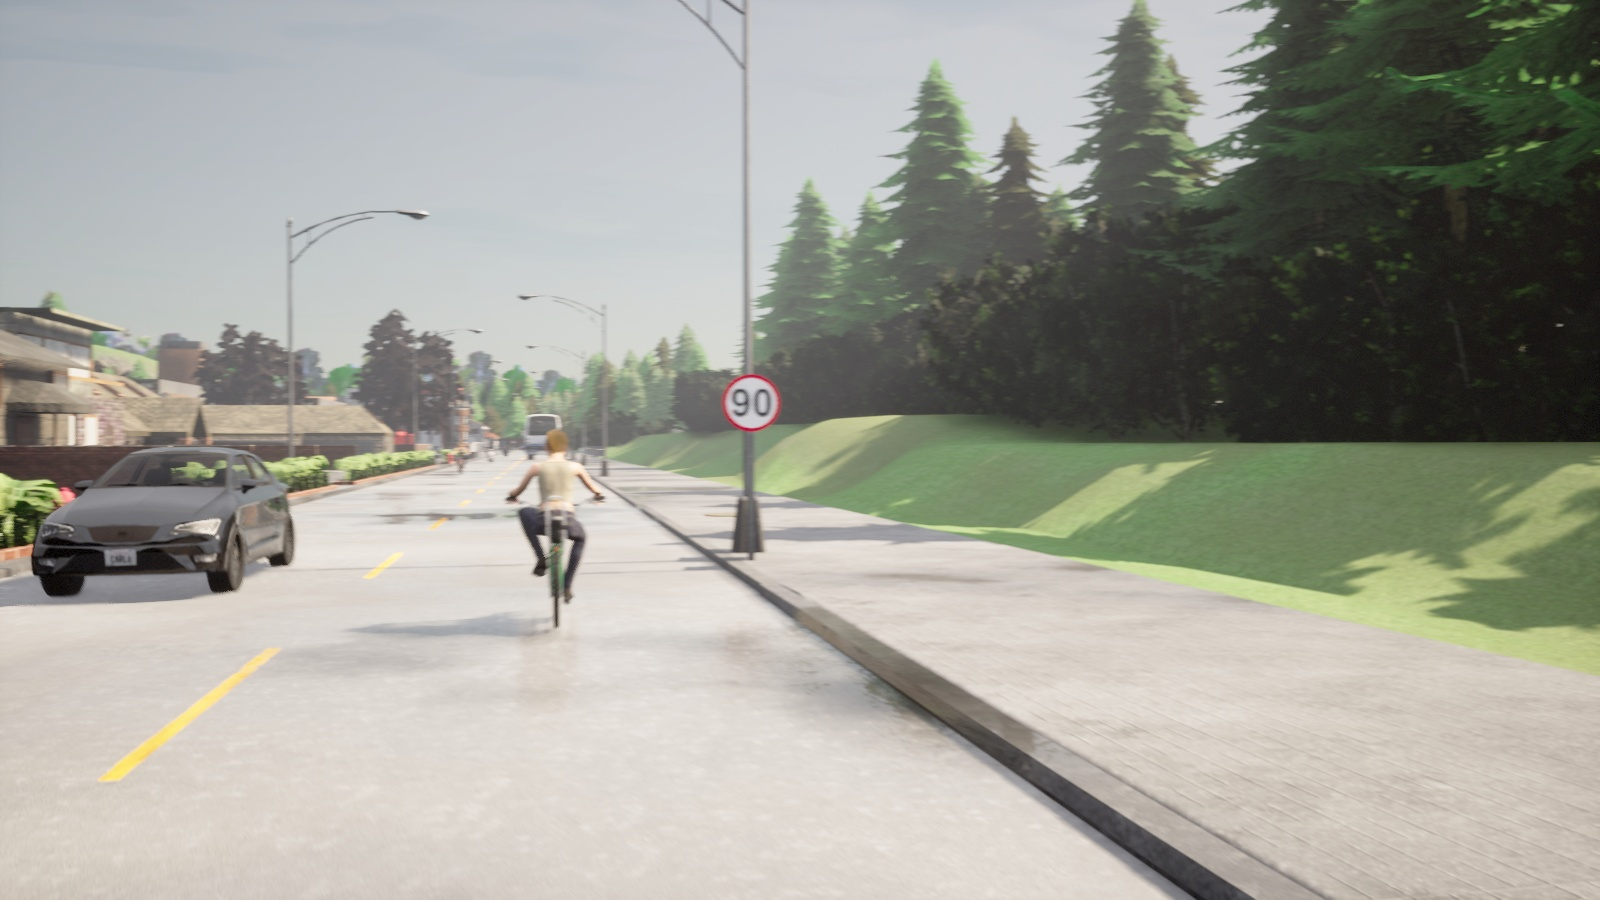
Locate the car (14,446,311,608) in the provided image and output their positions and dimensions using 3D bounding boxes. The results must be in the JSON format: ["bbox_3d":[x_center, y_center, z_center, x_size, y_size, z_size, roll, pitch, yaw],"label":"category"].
[{"bbox_3d":[-6.689,0.696,13.698,1.816,1.474,4.193,0,0,-11],"label":"car"}]

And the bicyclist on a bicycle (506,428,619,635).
[{"bbox_3d":[-1.997,0.629,10.574,0.866,1.612,1.509,0,0,-11],"label":"bicyclist on a bicycle"}]
